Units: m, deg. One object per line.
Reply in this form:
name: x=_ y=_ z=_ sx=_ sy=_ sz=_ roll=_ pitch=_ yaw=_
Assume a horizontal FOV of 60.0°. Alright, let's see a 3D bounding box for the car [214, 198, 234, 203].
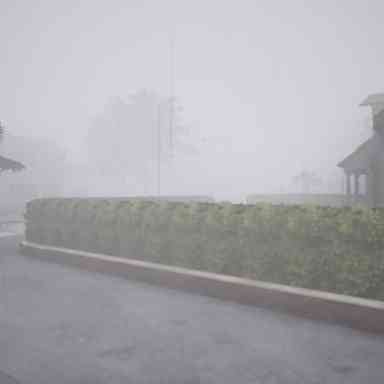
car: x=3.693 y=1.542 z=44.082 sx=2.033 sy=1.411 sz=5.357 roll=0 pitch=0 yaw=36
